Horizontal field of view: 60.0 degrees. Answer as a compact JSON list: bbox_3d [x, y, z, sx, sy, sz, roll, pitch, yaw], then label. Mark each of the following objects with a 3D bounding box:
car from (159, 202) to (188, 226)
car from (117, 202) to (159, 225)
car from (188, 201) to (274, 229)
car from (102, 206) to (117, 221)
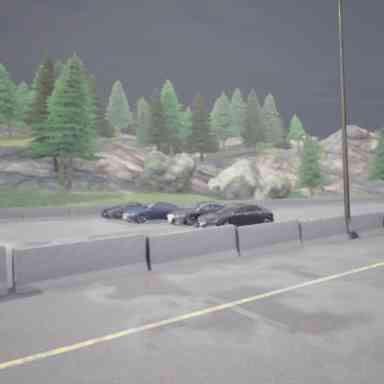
[{"bbox_3d":[0.675,1.379,21.546,4.902,1.511,2.128,0,0,-35],"label":"car"},{"bbox_3d":[-2.581,1.422,23.540,4.674,1.442,1.812,0,0,-35],"label":"car"},{"bbox_3d":[2.469,1.396,18.530,4.892,1.490,1.837,0,0,-35],"label":"car"},{"bbox_3d":[-4.923,1.461,26.172,4.181,1.385,1.994,0,0,-35],"label":"car"}]
